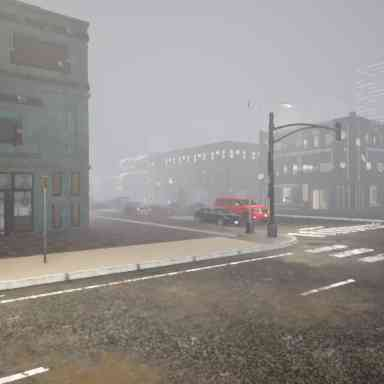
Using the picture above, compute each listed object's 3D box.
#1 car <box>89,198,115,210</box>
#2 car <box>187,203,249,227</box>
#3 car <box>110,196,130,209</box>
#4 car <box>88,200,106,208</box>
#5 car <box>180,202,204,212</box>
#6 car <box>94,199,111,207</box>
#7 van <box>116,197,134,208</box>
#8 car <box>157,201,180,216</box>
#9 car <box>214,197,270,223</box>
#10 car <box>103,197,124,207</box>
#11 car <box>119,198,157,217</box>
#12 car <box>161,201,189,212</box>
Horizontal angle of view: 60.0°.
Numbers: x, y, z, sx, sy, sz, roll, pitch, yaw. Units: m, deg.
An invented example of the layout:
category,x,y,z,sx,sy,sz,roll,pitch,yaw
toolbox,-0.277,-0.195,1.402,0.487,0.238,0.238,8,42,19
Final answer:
category,x,y,z,sx,sy,sz,roll,pitch,yaw
car,-14.559,2.147,53.411,1.994,1.385,4.181,-1,0,-35
car,1.884,1.814,25.412,1.947,1.339,4.313,-2,0,-35
car,-12.082,1.774,55.293,2.150,2.045,5.566,-1,0,-35
car,-18.293,2.268,64.045,1.895,1.301,4.718,-1,0,-35
car,0.779,1.903,41.650,1.802,1.307,4.206,-2,0,-35
car,-18.452,2.227,68.726,1.887,1.381,4.507,-1,0,-35
van,-12.047,1.906,59.700,1.690,1.788,3.998,-1,0,-35
car,-3.795,1.977,38.109,1.895,1.301,4.718,-1,0,-35
car,3.939,1.445,27.207,2.150,2.045,5.566,-1,0,-35
car,-15.252,1.939,64.213,2.192,1.841,5.009,-1,0,-35
car,-6.055,1.845,36.795,1.967,1.590,4.097,-1,0,-35
car,-2.425,1.965,46.162,1.802,1.307,4.206,-2,0,-35
